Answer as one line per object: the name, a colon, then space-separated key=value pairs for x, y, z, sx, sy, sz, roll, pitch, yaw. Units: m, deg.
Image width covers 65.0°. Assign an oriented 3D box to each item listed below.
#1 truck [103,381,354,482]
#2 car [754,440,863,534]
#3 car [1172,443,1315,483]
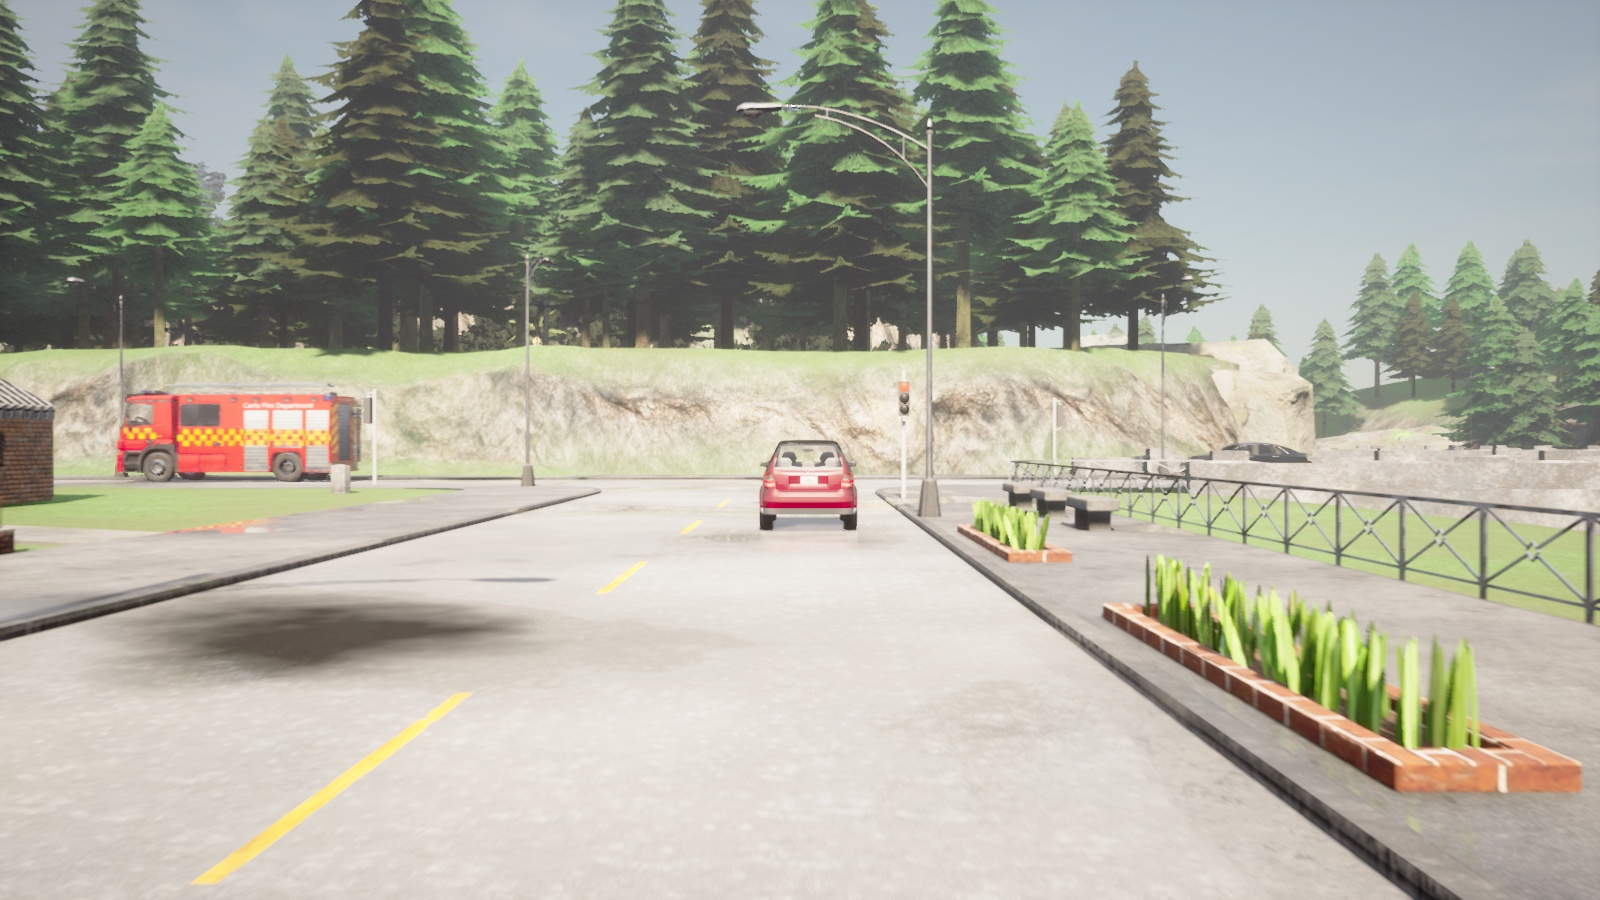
truck: x=-22.146 y=-0.712 z=48.936 sx=8.468 sy=3.827 sz=2.891 roll=0 pitch=0 yaw=1
car: x=0.146 y=0.598 z=22.555 sx=1.789 sy=1.549 sz=3.705 roll=0 pitch=0 yaw=0
car: x=17.133 y=0.492 z=48.681 sx=4.892 sy=1.490 sz=1.837 roll=0 pitch=0 yaw=0
